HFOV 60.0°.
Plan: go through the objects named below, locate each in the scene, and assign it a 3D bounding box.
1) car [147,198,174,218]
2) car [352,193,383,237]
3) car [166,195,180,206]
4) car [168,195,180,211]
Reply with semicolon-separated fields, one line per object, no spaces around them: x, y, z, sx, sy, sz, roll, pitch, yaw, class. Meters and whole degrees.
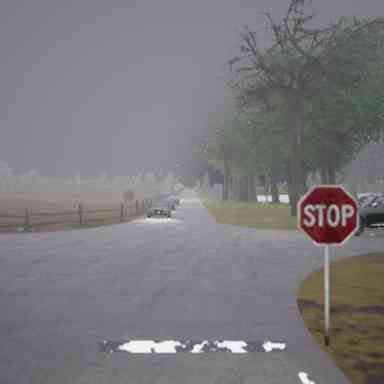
-2.863;1.522;29.689;1.994;1.385;4.181;0;0;-2;car
9.498;1.085;16.759;5.566;2.045;2.150;-1;-1;3;car
-2.868;1.276;50.769;1.882;1.535;5.008;0;0;1;car
-2.868;1.442;40.112;2.033;1.411;5.357;0;0;0;car
